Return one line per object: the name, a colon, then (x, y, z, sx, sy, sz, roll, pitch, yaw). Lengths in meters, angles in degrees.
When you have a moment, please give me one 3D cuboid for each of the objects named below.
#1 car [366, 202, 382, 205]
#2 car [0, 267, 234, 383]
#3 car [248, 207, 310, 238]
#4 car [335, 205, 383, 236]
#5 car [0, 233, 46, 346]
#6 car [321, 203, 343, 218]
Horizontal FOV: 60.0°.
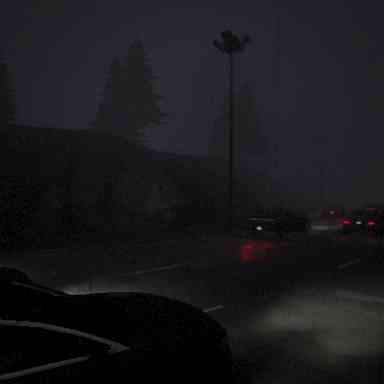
car: (18.448, 1.787, 33.715, 1.837, 1.490, 4.892, 0, 0, 28)
car: (-1.801, 1.492, 2.644, 4.902, 1.511, 2.128, 1, 0, -36)
car: (4.957, 1.615, 18.574, 2.128, 1.511, 4.902, 0, 0, 41)
car: (10.314, 1.708, 19.660, 2.033, 1.411, 5.357, 0, 0, 36)
car: (-5.074, 1.539, 4.520, 5.357, 1.411, 2.033, 0, 0, -35)
car: (14.205, 1.779, 33.161, 1.812, 1.442, 4.674, 0, -1, 28)
